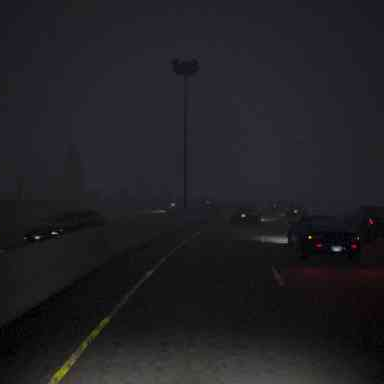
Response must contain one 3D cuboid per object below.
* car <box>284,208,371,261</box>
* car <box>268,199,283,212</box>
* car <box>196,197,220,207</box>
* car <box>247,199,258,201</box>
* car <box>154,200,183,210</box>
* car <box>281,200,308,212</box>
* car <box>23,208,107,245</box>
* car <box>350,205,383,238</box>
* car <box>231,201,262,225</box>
[{"bbox_3d":[4.777,1.564,12.456,1.812,1.442,4.674,0,0,9],"label":"car"},{"bbox_3d":[10.951,1.673,41.766,2.163,1.488,4.792,0,0,27],"label":"car"},{"bbox_3d":[2.416,1.562,48.420,2.097,1.767,4.553,0,0,30],"label":"car"},{"bbox_3d":[9.603,1.851,53.616,1.895,1.301,4.718,0,-1,34],"label":"car"},{"bbox_3d":[-3.099,1.734,45.560,2.033,1.411,5.357,0,0,26],"label":"car"},{"bbox_3d":[9.669,1.672,30.556,1.994,1.385,4.181,0,0,21],"label":"car"},{"bbox_3d":[-5.573,1.531,15.260,1.837,1.490,4.892,0,0,10],"label":"car"},{"bbox_3d":[9.128,1.407,16.595,2.097,1.767,4.553,0,0,12],"label":"car"},{"bbox_3d":[4.159,1.644,25.241,1.994,1.385,4.181,0,0,16],"label":"car"}]
